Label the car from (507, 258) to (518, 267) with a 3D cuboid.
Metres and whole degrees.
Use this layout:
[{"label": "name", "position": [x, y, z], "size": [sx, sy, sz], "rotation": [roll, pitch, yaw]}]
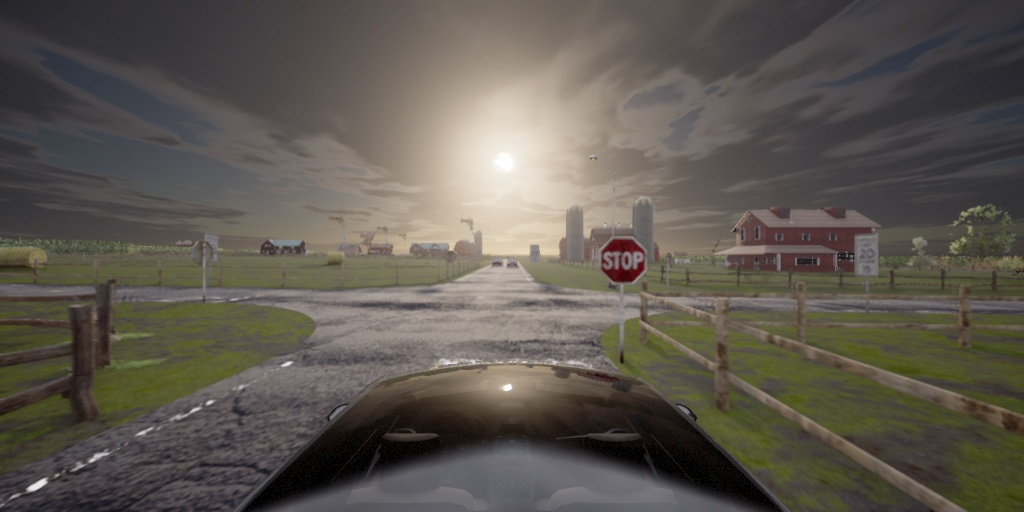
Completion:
[{"label": "car", "position": [0.039, 1.262, 62.880], "size": [1.895, 1.301, 4.718], "rotation": [0, 0, 0]}]
